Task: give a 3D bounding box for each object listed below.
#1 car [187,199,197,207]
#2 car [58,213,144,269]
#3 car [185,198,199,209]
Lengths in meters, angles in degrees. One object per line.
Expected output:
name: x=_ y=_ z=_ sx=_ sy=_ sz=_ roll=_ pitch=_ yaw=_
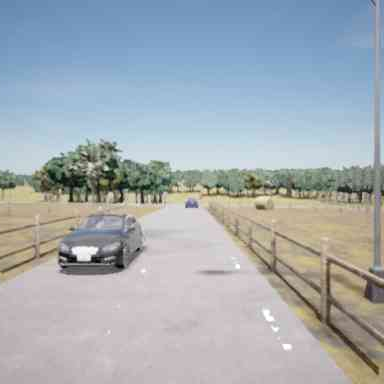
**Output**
car: x=-0.010 y=2.119 z=63.472 sx=1.837 sy=1.490 sz=4.892 roll=0 pitch=-2 yaw=0
car: x=-2.814 y=1.475 z=11.159 sx=2.128 sy=1.511 sz=4.902 roll=0 pitch=0 yaw=0
car: x=-0.008 y=1.737 z=53.471 sx=2.097 sy=1.767 sz=4.553 roll=0 pitch=-1 yaw=0
